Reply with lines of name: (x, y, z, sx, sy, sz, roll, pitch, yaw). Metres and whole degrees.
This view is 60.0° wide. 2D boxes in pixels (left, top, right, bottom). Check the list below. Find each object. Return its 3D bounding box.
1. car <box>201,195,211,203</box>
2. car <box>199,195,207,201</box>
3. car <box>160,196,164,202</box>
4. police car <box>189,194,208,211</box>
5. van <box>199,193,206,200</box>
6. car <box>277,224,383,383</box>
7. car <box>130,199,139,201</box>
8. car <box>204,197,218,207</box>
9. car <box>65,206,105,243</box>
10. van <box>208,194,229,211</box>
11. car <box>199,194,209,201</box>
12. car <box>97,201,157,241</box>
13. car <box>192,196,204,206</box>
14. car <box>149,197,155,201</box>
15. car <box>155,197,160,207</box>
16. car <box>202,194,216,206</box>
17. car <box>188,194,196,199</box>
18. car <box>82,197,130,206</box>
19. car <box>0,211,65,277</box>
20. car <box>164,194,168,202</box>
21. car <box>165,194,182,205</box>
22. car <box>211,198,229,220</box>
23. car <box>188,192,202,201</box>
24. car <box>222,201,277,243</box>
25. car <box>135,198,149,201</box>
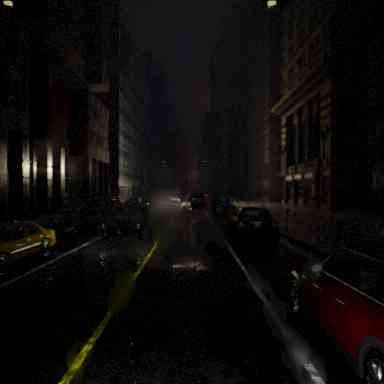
car: (2.764, 1.331, 66.339, 1.967, 1.590, 4.097, 0, 0, 0)
car: (2.766, 1.453, 83.144, 1.802, 1.307, 4.206, 0, 0, 0)
car: (-5.762, 1.478, 49.521, 1.947, 1.339, 4.313, 0, 0, 0)
police car: (0.903, 1.354, 38.777, 1.930, 1.638, 5.238, 0, 0, 0)
van: (2.765, 1.206, 88.745, 1.690, 1.788, 3.998, 0, 0, 0)
car: (2.760, 1.431, 4.720, 1.967, 1.590, 4.097, 0, 0, 0)
car: (-5.763, 1.530, 27.114, 1.802, 1.307, 4.206, 0, 0, 0)
car: (2.763, 1.494, 49.534, 1.802, 1.307, 4.206, 0, 0, 0)
car: (-5.764, 1.551, 15.909, 1.802, 1.307, 4.206, 0, 0, 0)
van: (2.762, 1.279, 32.729, 1.690, 1.788, 3.998, 0, 0, 0)
car: (2.765, 1.318, 77.542, 1.967, 1.590, 4.097, 0, 0, 0)
car: (-3.099, 1.445, 16.705, 1.882, 1.535, 5.008, 0, 0, 0)
car: (0.904, 1.431, 54.668, 1.812, 1.442, 4.674, 0, 0, 0)
car: (-5.762, 1.479, 38.318, 2.008, 1.369, 4.403, 0, 0, 0)
car: (-5.762, 1.486, 43.920, 1.947, 1.339, 4.313, 0, 0, 0)
car: (2.763, 1.220, 55.135, 2.192, 1.841, 5.009, 0, 0, 0)
car: (0.006, 1.246, 91.919, 2.033, 1.411, 5.357, 0, 0, 0)
car: (-5.764, 1.273, 21.511, 2.192, 1.841, 5.009, 0, 0, 0)
car: (-5.764, 1.505, 10.138, 1.752, 1.417, 4.829, 0, 0, 0)
car: (-5.761, 1.435, 66.328, 1.887, 1.381, 4.507, 0, 0, 0)
car: (-3.050, 1.503, 57.156, 1.895, 1.301, 4.718, 0, 0, 1)
car: (2.762, 1.473, 27.298, 1.752, 1.417, 4.829, 0, 0, 0)
car: (0.857, 1.136, 48.696, 2.150, 2.045, 5.566, 0, 0, 0)
car: (2.761, 1.409, 15.923, 1.967, 1.590, 4.097, 0, 0, 0)
car: (-5.763, 1.378, 32.715, 1.967, 1.590, 4.097, 0, 0, 0)
